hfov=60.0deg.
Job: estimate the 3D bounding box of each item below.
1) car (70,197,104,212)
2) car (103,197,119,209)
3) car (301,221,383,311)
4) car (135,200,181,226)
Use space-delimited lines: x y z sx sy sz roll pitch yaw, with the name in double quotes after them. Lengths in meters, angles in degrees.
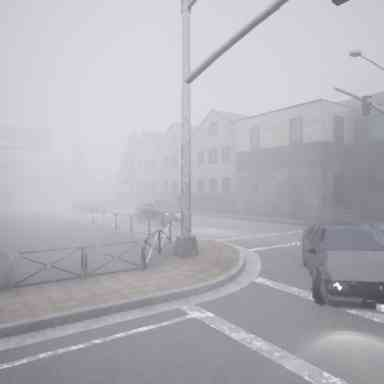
-11.304 1.425 35.184 1.895 1.301 4.718 0 0 -35 "car"
-10.516 1.328 40.428 1.837 1.490 4.892 0 0 -35 "car"
3.755 1.451 8.042 2.033 1.411 5.357 -1 1 13 "car"
-2.112 1.312 22.181 2.128 1.511 4.902 0 0 -35 "car"
